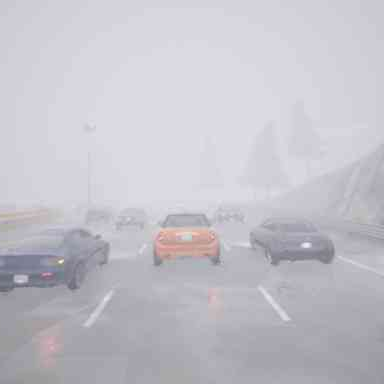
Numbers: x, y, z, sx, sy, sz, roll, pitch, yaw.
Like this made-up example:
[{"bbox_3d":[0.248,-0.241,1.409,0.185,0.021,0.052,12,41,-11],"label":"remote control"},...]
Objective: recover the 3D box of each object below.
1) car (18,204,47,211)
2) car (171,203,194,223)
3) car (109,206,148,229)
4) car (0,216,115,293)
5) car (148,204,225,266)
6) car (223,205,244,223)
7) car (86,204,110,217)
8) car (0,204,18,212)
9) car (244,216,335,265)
[{"bbox_3d":[-20.335,2.257,43.406,2.033,1.411,5.357,-1,0,-10],"label":"car"},{"bbox_3d":[-0.893,1.720,28.660,1.812,1.442,4.674,-1,0,-4],"label":"car"},{"bbox_3d":[-4.137,1.783,23.649,2.033,1.411,5.357,-1,0,-2],"label":"car"},{"bbox_3d":[-3.636,1.662,9.260,1.812,1.442,4.674,-1,0,-1],"label":"car"},{"bbox_3d":[-0.207,1.430,12.189,2.097,1.767,4.553,-1,0,-1],"label":"car"},{"bbox_3d":[2.766,1.700,26.148,1.895,1.301,4.718,-1,0,-2],"label":"car"},{"bbox_3d":[-7.946,1.830,29.299,1.882,1.535,5.008,-1,0,-4],"label":"car"},{"bbox_3d":[-23.772,2.258,42.580,1.882,1.535,5.008,-1,0,-10],"label":"car"},{"bbox_3d":[3.309,1.561,11.756,1.994,1.385,4.181,-1,-1,-1],"label":"car"}]
